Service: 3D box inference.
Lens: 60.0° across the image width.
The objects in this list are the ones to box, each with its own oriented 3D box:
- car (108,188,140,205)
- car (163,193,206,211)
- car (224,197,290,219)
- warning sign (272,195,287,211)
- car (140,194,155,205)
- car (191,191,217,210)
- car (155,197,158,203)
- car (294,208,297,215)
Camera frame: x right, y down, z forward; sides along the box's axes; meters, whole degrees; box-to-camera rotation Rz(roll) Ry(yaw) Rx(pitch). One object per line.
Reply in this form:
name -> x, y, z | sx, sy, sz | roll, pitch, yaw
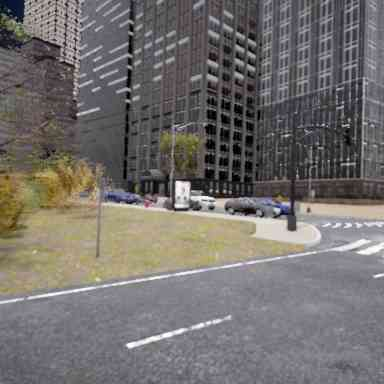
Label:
car -> -9.509, 0.502, 42.749 | 2.150, 2.045, 5.566 | 3, -1, -41
car -> -1.012, 1.097, 32.696 | 1.994, 1.385, 4.181 | 3, -1, -40
car -> 4.633, 1.192, 25.808 | 2.128, 1.511, 4.902 | 3, -1, -39
warning sign -> 10.265, 1.264, 39.027 | 1.300, 1.860, 1.060 | 2, -1, -40
car -> -7.413, 0.944, 45.253 | 1.812, 1.442, 4.674 | 3, -1, -40
car -> 0.295, 0.866, 36.224 | 2.150, 2.045, 5.566 | 3, -1, -40
car -> -7.485, 1.095, 55.387 | 1.812, 1.442, 4.674 | 3, -1, -41
car -> 6.577, 1.308, 28.577 | 1.882, 1.535, 5.008 | 3, -1, -39
